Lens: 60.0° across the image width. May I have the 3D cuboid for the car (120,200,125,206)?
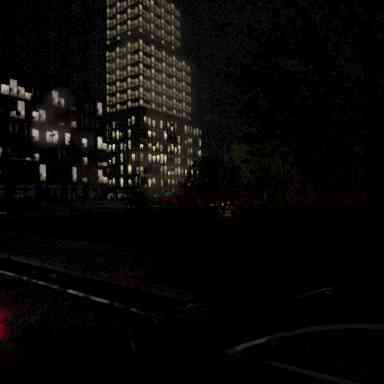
[{"bbox_3d":[-9.840,1.575,56.106,1.882,1.535,5.008,-1,-1,37],"label":"car"}]

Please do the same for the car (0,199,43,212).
[{"bbox_3d":[-19.329,1.593,38.125,1.994,1.385,4.181,-1,-1,37],"label":"car"}]

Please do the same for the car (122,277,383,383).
[{"bbox_3d":[1.546,1.492,2.586,4.902,1.511,2.128,0,0,35],"label":"car"}]

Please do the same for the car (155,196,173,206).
[{"bbox_3d":[-5.400,1.407,56.579,2.097,1.767,4.553,-1,-1,37],"label":"car"}]
